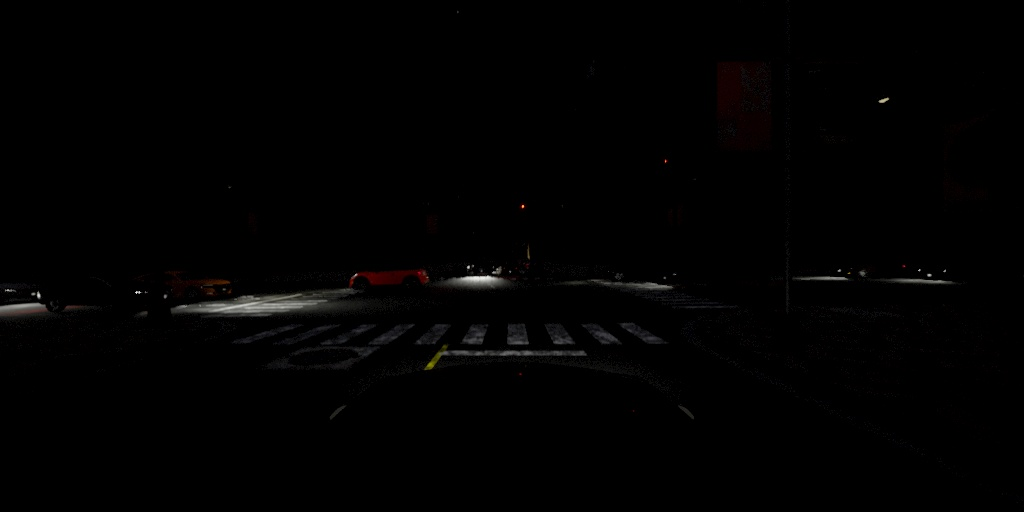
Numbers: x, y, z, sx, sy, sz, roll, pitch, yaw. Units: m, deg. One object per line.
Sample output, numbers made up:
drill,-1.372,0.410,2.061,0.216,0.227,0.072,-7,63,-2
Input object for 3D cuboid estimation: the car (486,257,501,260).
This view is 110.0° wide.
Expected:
car,-3.201,1.320,58.891,1.812,1.442,4.674,0,0,0

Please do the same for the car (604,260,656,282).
car,9.248,1.043,25.988,5.008,1.535,1.882,-1,0,4

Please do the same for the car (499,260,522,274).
car,-0.095,1.378,40.390,1.895,1.301,4.718,0,0,2

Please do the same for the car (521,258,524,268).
car,2.680,1.332,52.053,1.888,1.381,4.507,0,0,0

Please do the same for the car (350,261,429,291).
car,-7.625,1.166,22.402,4.553,1.767,2.097,-1,1,0

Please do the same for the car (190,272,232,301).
car,-17.649,1.537,18.950,5.008,1.535,1.882,-1,0,2

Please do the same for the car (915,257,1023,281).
car,28.804,0.773,22.469,5.357,1.411,2.033,-1,0,0

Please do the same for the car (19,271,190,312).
car,-17.626,1.555,15.706,4.902,1.511,2.128,-1,0,2

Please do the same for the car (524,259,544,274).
car,2.733,1.328,41.164,2.007,1.370,4.403,0,0,0

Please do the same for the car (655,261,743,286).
car,11.808,1.049,22.351,4.674,1.442,1.812,-1,0,-2

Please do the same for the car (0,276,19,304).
car,-27.623,1.772,18.932,4.674,1.442,1.812,-1,0,0

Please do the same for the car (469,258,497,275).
car,-3.117,1.267,39.094,2.128,1.511,4.902,0,0,0

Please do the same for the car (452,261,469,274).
car,-5.792,1.328,41.126,2.007,1.370,4.403,0,0,0

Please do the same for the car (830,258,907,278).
car,25.472,0.843,25.716,4.181,1.385,1.994,-1,0,0

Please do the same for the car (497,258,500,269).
car,-3.164,1.332,48.953,2.033,1.411,5.357,0,0,0
